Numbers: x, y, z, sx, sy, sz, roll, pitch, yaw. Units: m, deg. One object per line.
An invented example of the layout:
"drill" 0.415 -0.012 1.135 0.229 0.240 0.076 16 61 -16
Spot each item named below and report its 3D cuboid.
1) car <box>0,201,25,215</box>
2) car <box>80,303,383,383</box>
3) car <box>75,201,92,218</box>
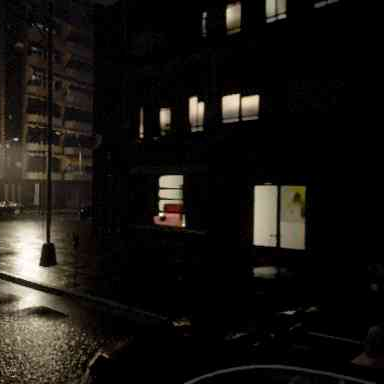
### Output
"car" -19.156 1.616 33.297 2.008 1.369 4.403 1 0 36
"car" 1.008 1.551 2.301 4.403 1.369 2.008 0 1 36
"car" -9.132 1.818 32.783 1.947 1.339 4.313 1 0 36
